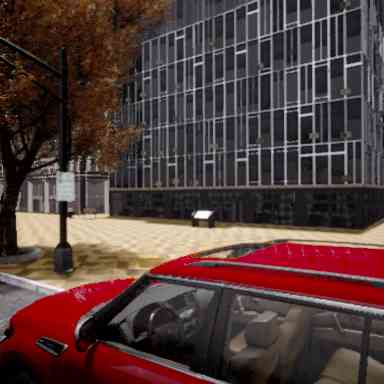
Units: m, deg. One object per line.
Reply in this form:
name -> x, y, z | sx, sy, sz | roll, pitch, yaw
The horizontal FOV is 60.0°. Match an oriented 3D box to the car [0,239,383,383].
car -> 0.510, 1.319, 2.514 | 5.009, 1.841, 2.192 | 0, 0, 36
